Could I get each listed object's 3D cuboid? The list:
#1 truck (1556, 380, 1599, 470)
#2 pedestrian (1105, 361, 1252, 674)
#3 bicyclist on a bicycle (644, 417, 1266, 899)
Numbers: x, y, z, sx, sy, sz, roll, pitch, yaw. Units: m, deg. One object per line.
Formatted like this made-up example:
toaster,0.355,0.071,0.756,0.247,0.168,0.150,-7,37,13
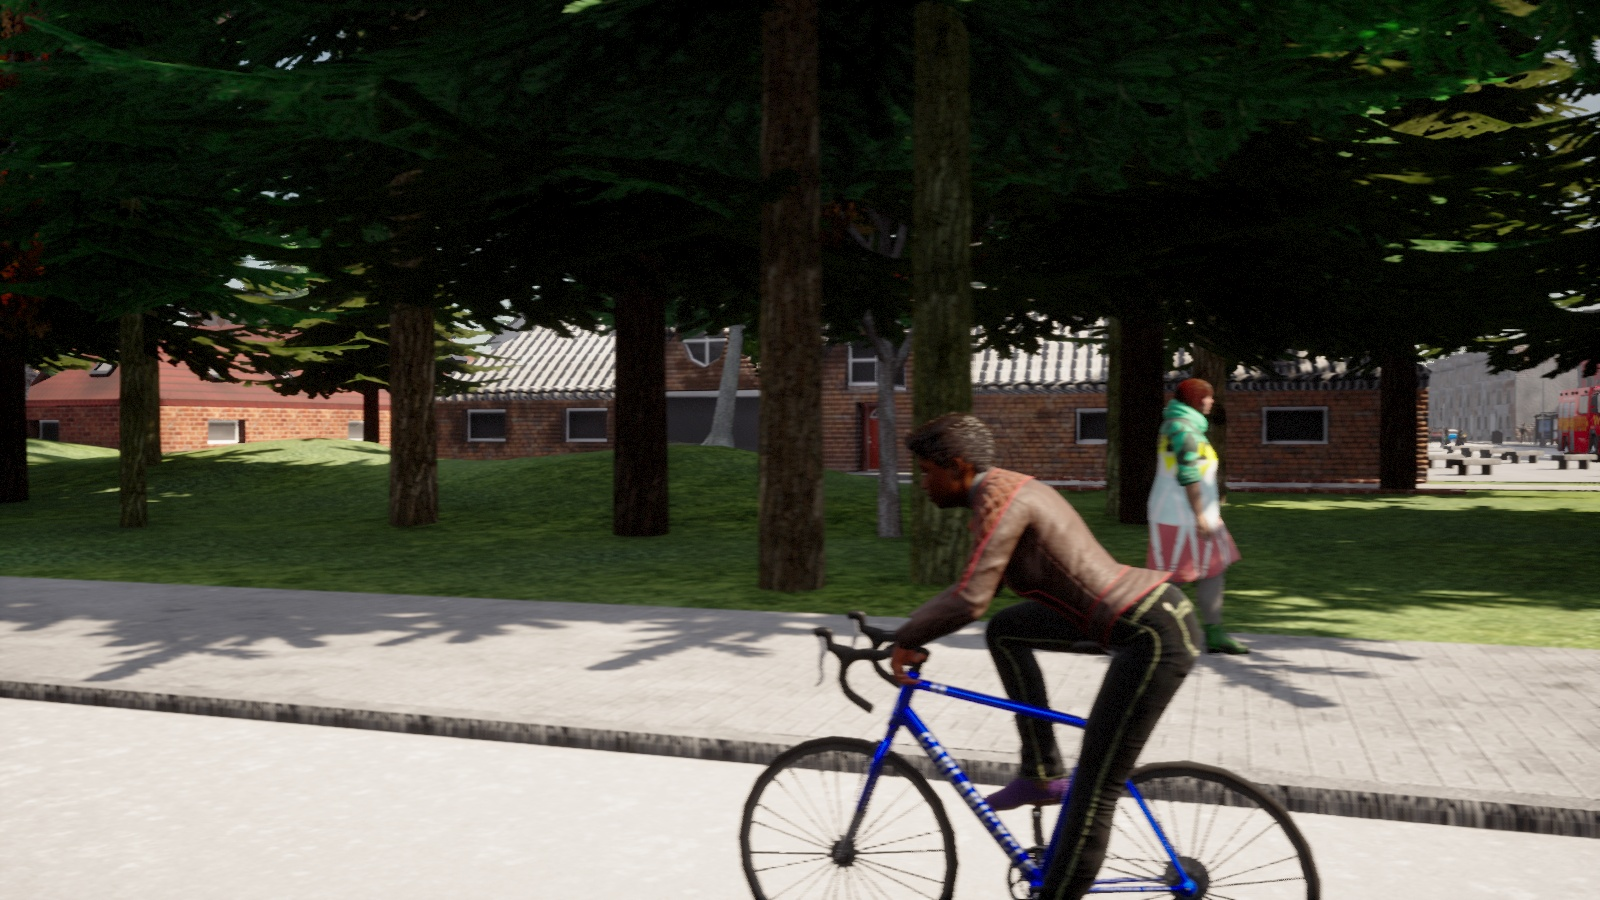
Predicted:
truck,36.788,-1.109,56.752,2.891,3.827,8.468,1,1,20
pedestrian,2.494,0.413,8.263,0.873,1.952,0.659,1,1,19
bicyclist on a bicycle,0.436,0.724,3.590,1.656,1.620,0.582,0,1,18
